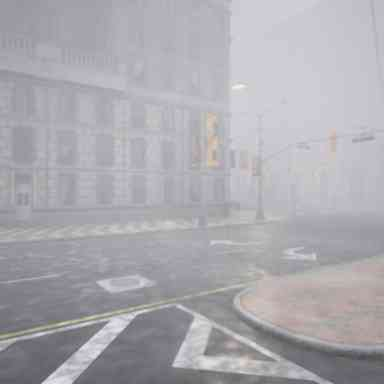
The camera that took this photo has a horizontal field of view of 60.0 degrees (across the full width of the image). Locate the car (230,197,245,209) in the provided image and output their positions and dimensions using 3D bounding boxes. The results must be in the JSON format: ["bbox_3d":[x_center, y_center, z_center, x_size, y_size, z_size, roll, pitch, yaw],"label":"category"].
[{"bbox_3d":[5.066,1.424,44.846,2.128,1.511,4.902,0,0,-34],"label":"car"}]

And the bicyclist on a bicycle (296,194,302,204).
[{"bbox_3d":[18.369,1.191,57.206,1.656,1.620,0.582,-1,0,-34],"label":"bicyclist on a bicycle"}]
